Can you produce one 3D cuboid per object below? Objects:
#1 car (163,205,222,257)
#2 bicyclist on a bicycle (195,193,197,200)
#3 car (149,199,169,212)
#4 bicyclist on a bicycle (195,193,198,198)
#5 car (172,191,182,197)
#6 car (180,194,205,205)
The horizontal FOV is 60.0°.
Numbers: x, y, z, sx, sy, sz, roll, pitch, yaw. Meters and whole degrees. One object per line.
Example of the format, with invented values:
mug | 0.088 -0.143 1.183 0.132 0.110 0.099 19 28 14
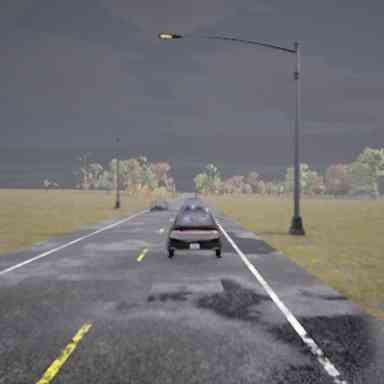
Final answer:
car | 0.091 1.466 12.789 2.128 1.511 4.902 0 0 0
bicyclist on a bicycle | 0.963 1.172 82.369 0.659 1.776 1.843 0 0 0
car | -3.594 1.480 37.256 1.994 1.385 4.181 0 0 0
bicyclist on a bicycle | 0.965 1.280 73.373 0.582 1.620 1.656 0 0 0
car | -3.499 0.718 78.562 2.150 2.045 5.566 0 0 0
car | 0.093 1.287 29.190 2.097 1.767 4.553 0 0 0
